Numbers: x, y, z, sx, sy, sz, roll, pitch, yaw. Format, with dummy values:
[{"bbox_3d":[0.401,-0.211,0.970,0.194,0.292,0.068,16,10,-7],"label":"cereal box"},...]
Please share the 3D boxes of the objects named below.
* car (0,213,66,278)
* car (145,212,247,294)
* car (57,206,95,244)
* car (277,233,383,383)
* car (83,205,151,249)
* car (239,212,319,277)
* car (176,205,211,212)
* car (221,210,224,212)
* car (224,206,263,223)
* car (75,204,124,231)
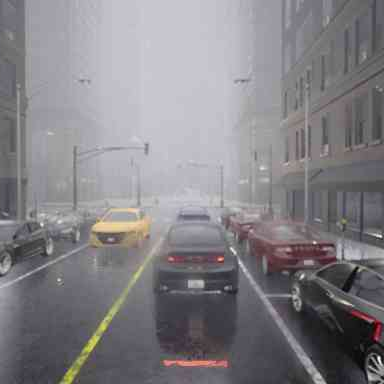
[{"bbox_3d":[-5.745,1.562,10.155,1.947,1.339,4.313,-1,0,0],"label":"car"},{"bbox_3d":[0.091,1.501,8.739,1.837,1.490,4.892,0,0,0],"label":"car"},{"bbox_3d":[-5.730,1.545,15.660,2.008,1.369,4.403,-1,0,0],"label":"car"},{"bbox_3d":[2.766,1.564,4.627,1.947,1.339,4.313,-1,0,0],"label":"car"},{"bbox_3d":[-2.959,1.472,14.645,1.882,1.535,5.008,0,0,0],"label":"car"},{"bbox_3d":[2.780,1.540,10.132,1.887,1.381,4.507,-1,0,0],"label":"car"},{"bbox_3d":[0.090,1.470,19.140,1.882,1.535,5.008,0,0,1],"label":"car"},{"bbox_3d":[2.810,1.537,21.142,1.887,1.381,4.507,-1,0,0],"label":"car"},{"bbox_3d":[2.795,1.539,15.637,1.887,1.381,4.507,-1,0,0],"label":"car"},{"bbox_3d":[-5.715,1.537,21.165,1.887,1.381,4.507,-1,0,0],"label":"car"}]
